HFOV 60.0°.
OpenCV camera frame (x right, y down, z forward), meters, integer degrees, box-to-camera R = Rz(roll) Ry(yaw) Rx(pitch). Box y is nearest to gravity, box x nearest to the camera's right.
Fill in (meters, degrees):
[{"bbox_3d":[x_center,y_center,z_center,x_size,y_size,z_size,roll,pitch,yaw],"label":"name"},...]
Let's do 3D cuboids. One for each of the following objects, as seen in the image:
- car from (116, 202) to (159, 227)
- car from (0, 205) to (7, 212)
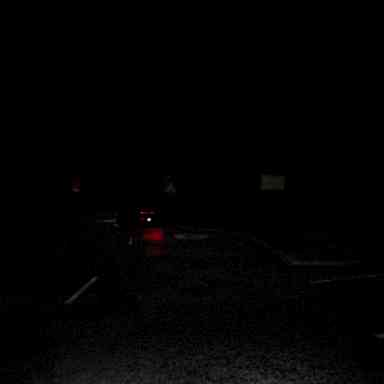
[{"bbox_3d":[-3.802,1.454,22.708,1.837,1.490,4.892,0,0,-28],"label":"car"},{"bbox_3d":[-20.082,1.482,30.566,5.357,1.411,2.033,0,0,0],"label":"car"}]
